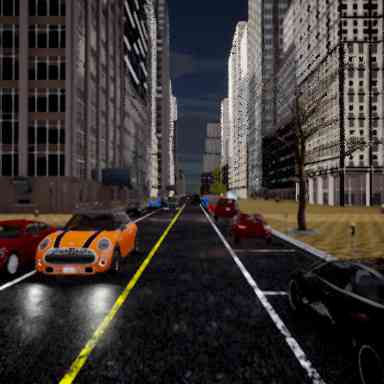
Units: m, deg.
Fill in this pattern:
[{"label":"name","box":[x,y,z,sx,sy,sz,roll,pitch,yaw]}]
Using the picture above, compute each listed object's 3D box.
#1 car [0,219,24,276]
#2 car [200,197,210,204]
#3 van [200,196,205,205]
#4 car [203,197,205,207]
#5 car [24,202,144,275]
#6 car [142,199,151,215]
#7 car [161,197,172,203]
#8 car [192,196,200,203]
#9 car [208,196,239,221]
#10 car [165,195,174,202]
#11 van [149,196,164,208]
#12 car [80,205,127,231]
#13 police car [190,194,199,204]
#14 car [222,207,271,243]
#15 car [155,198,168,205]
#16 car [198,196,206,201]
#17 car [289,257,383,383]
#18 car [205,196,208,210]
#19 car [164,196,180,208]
[{"label":"car","box":[-5.683,1.573,10.509,1.887,1.381,4.507,1,0,0]},{"label":"car","box":[2.776,1.767,73.057,2.008,1.369,4.403,0,0,0]},{"label":"van","box":[2.759,1.506,55.991,1.690,1.788,3.998,0,0,0]},{"label":"car","box":[2.745,1.657,44.782,1.752,1.417,4.829,0,0,0]},{"label":"car","box":[-3.059,1.382,10.623,2.097,1.767,4.553,0,0,1]},{"label":"car","box":[-5.649,1.661,33.263,1.947,1.339,4.313,1,0,0]},{"label":"car","box":[-5.605,1.764,73.087,2.008,1.369,4.403,1,0,0]},{"label":"car","box":[0.984,1.736,77.628,1.837,1.490,4.892,0,0,0]},{"label":"car","box":[2.728,1.396,27.546,2.192,1.841,5.009,0,0,0]},{"label":"car","box":[-5.591,1.689,84.466,1.967,1.590,4.097,0,0,0]},{"label":"van","box":[-5.628,1.486,50.331,1.690,1.788,3.998,1,0,0]},{"label":"car","box":[-5.662,1.627,21.884,1.947,1.339,4.313,1,0,0]},{"label":"police car","box":[0.974,1.625,67.738,1.930,1.638,5.238,0,0,0]},{"label":"car","box":[2.713,1.630,16.167,1.802,1.307,4.206,0,0,0]},{"label":"car","box":[-5.618,1.745,61.709,1.947,1.339,4.313,1,0,0]},{"label":"car","box":[2.794,1.821,90.123,2.008,1.369,4.403,0,0,0]},{"label":"car","box":[2.766,1.581,4.791,1.947,1.339,4.313,0,0,0]},{"label":"car","box":[2.734,1.413,33.235,2.192,1.841,5.009,0,0,0]},{"label":"car","box":[-3.015,1.500,51.073,2.097,1.767,4.553,0,0,0]}]
